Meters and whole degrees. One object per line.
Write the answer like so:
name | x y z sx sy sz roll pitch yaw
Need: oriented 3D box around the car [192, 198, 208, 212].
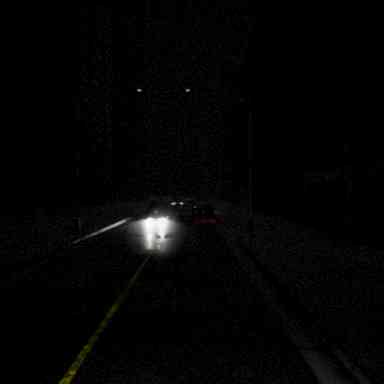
car | 0.907 1.469 39.554 1.837 1.490 4.892 0 0 0

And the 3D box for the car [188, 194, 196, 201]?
car | 0.013 1.303 81.138 1.882 1.535 5.008 0 0 0

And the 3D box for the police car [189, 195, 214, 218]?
police car | 0.905 1.394 29.664 1.930 1.638 5.238 0 0 0

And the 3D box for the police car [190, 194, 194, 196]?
police car | 0.908 1.388 45.664 1.930 1.638 5.238 0 0 0

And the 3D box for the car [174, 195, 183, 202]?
car | -2.989 1.376 71.566 1.882 1.535 5.008 0 0 0

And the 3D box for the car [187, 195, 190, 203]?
car | 0.011 1.475 66.136 1.837 1.490 4.892 0 0 0

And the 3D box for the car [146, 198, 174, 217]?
car | -3.091 1.458 31.029 2.128 1.511 4.902 0 0 0
